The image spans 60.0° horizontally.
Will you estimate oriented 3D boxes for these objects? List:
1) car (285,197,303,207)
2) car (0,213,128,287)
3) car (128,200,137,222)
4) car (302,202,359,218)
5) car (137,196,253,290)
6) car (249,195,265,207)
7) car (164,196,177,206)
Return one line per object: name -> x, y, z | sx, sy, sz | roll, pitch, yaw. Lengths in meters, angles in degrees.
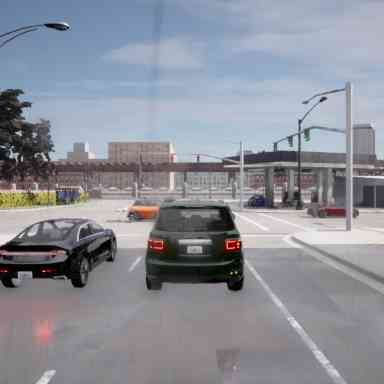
car -> 15.398, 1.456, 50.142 | 1.970, 1.475, 3.806 | 0, 0, 0
car -> -3.430, 1.492, 9.274 | 2.128, 1.511, 4.902 | 0, 0, 0
car -> -2.599, 1.352, 25.430 | 4.553, 1.767, 2.097 | 0, 0, 0
car -> 12.357, 1.564, 29.245 | 4.181, 1.385, 1.994 | 0, 0, -1
car -> 0.074, 1.221, 9.190 | 2.150, 2.045, 5.566 | 0, 0, 0
car -> 9.654, 1.295, 49.373 | 2.242, 1.667, 4.611 | 0, 0, 0
car -> -3.464, 1.504, 54.424 | 1.837, 1.490, 4.892 | 0, 0, 0
